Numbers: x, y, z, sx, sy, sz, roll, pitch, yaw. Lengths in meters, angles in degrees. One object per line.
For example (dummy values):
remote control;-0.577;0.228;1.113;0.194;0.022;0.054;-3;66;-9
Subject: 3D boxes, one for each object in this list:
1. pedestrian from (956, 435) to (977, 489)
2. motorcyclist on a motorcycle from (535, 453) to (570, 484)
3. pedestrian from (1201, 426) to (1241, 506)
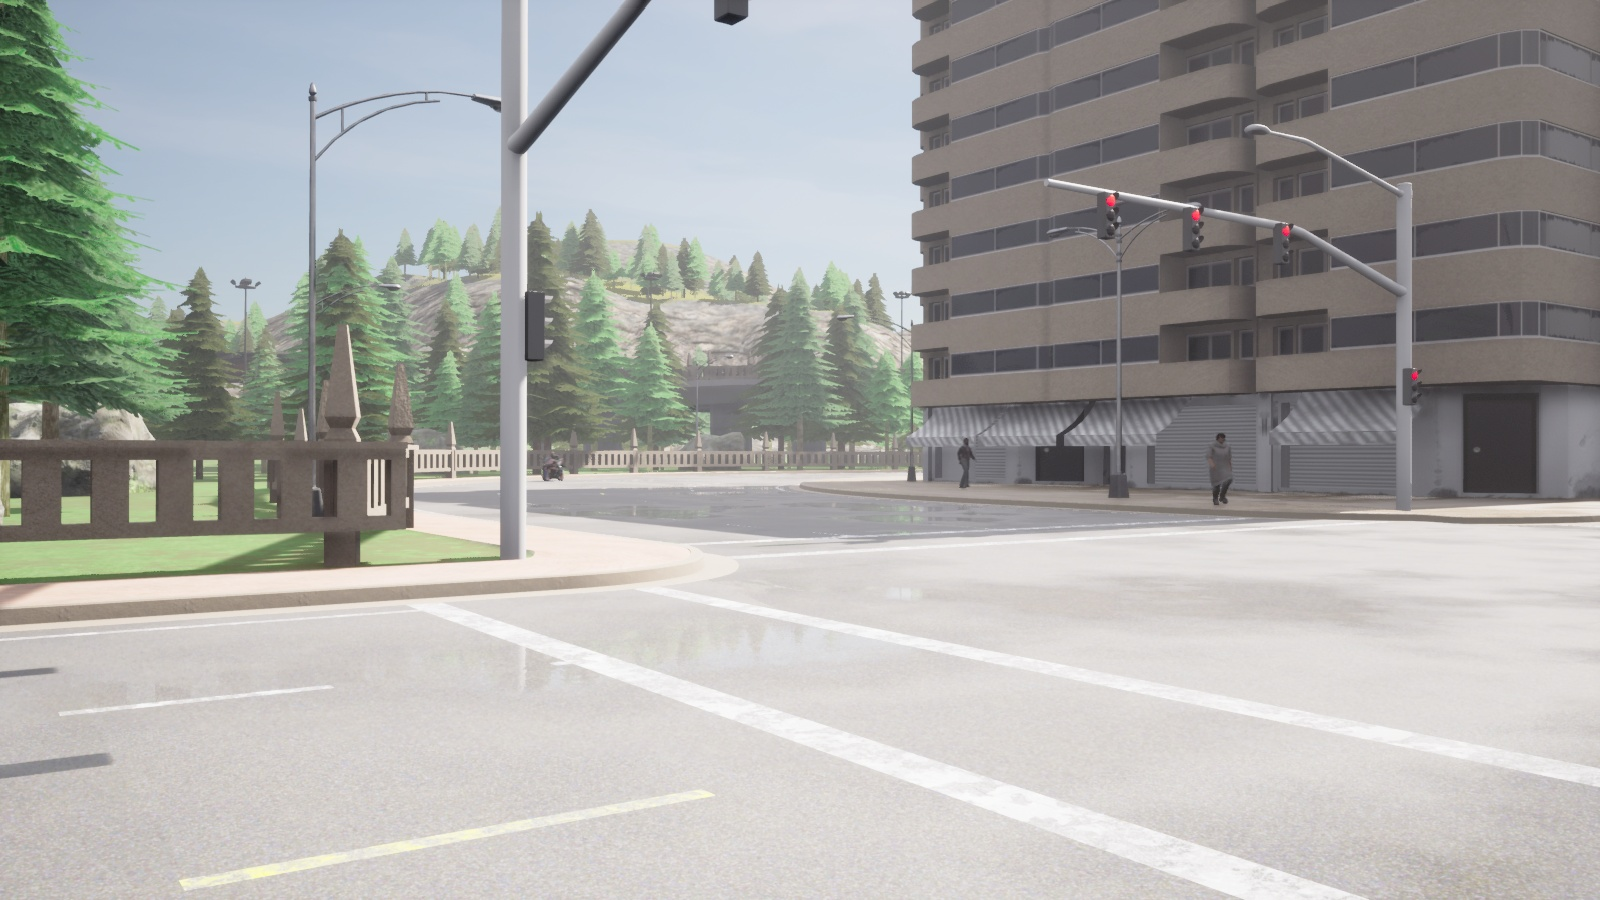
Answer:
pedestrian;5.988;0.445;45.257;0.402;1.930;0.666;0;0;-37
motorcyclist on a motorcycle;-12.208;0.902;62.052;0.866;1.530;2.191;0;0;13
pedestrian;10.430;0.397;31.109;0.659;1.952;0.873;0;0;-4
